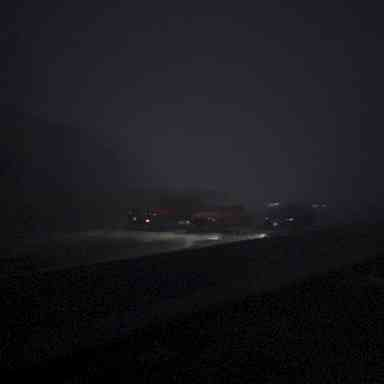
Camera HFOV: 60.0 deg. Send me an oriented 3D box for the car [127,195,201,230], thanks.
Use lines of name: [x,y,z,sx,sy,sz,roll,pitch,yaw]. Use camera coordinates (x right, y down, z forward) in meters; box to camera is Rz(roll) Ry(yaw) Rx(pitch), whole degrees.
car: [-1.523,1.222,21.727,2.150,2.045,5.566,0,0,43]

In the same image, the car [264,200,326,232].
car: [6.012,1.453,19.819,2.128,1.511,4.902,0,0,39]

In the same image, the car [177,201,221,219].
car: [0.668,1.550,30.018,1.994,1.385,4.181,0,0,35]

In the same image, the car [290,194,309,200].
car: [18.435,1.426,58.483,2.033,1.411,5.357,0,0,6]

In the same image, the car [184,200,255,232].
car: [2.021,1.460,20.518,1.882,1.535,5.008,0,0,41]

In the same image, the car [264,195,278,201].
car: [15.248,1.392,64.463,2.128,1.511,4.902,0,0,0]

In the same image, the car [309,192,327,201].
car: [21.973,1.070,58.841,2.150,2.045,5.566,0,0,5]
